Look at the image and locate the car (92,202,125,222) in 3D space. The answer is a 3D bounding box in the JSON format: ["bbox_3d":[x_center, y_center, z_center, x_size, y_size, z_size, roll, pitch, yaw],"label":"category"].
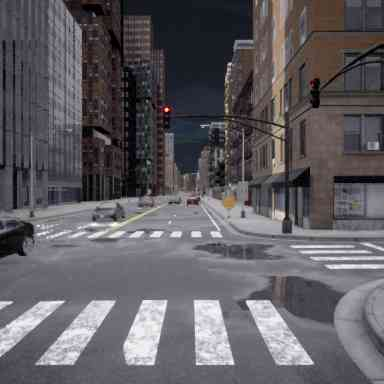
[{"bbox_3d":[-6.601,1.529,26.754,1.812,1.442,4.674,0,0,0],"label":"car"}]

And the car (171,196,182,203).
[{"bbox_3d":[-3.154,1.573,69.638,2.033,1.411,5.357,0,0,0],"label":"car"}]

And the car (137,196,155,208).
[{"bbox_3d":[-6.583,1.363,48.153,2.097,1.767,4.553,0,0,0],"label":"car"}]

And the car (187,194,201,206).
[{"bbox_3d":[0.100,1.493,54.838,1.882,1.535,5.008,0,0,0],"label":"car"}]

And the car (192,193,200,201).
[{"bbox_3d":[0.975,1.267,85.682,2.150,2.045,5.566,0,0,0],"label":"car"}]

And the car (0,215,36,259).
[{"bbox_3d":[-6.610,1.515,10.219,2.128,1.511,4.902,0,0,0],"label":"car"}]

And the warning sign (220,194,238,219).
[{"bbox_3d":[2.853,1.118,25.648,1.300,1.860,1.060,0,0,0],"label":"warning sign"}]

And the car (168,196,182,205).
[{"bbox_3d":[-3.151,1.619,59.379,1.895,1.301,4.718,0,0,0],"label":"car"}]
